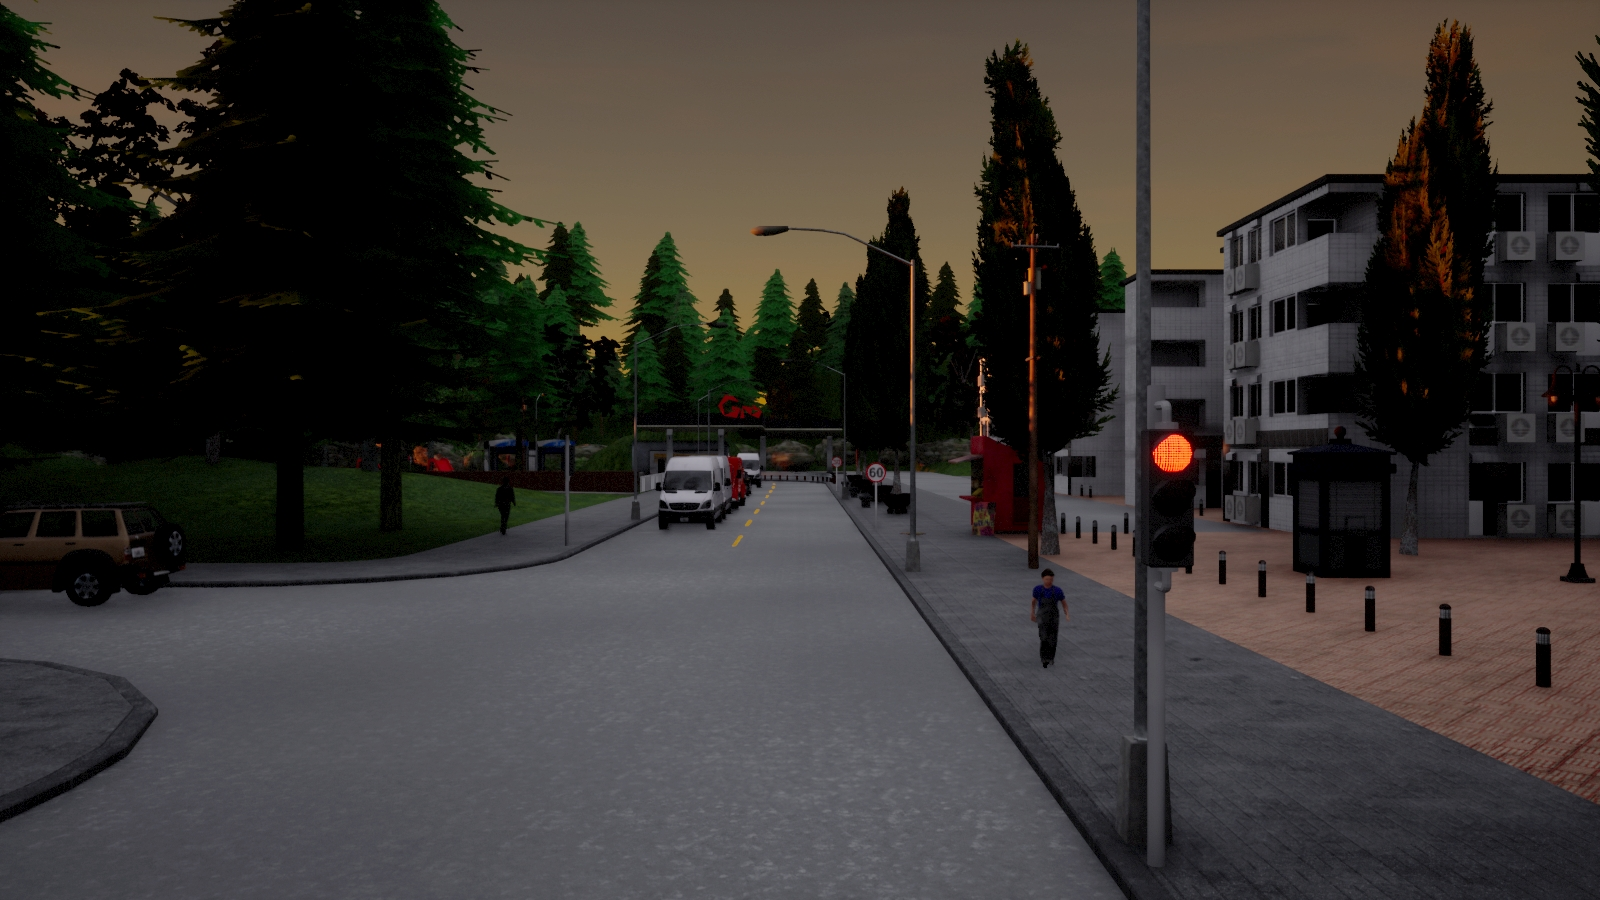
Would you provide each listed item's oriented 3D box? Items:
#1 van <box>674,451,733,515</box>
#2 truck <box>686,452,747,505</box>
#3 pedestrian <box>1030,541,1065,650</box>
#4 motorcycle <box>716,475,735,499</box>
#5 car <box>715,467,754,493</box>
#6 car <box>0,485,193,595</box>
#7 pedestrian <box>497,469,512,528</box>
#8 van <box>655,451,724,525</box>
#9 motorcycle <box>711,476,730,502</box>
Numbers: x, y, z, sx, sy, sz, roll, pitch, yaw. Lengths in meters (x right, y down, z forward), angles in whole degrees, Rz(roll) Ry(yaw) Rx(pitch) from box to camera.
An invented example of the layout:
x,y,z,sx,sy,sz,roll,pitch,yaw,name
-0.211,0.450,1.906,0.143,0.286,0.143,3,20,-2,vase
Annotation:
x,y,z,sx,sy,sz,roll,pitch,yaw,name
-4.007,1.306,48.327,1.988,2.561,5.915,0,0,0,van
-3.995,1.339,55.631,2.627,2.467,5.204,0,0,0,truck
3.079,1.802,14.215,0.375,1.300,0.375,0,0,5,pedestrian
-3.988,1.975,61.268,0.867,1.251,2.209,0,0,0,motorcycle
-3.975,1.816,70.543,2.128,1.511,4.902,0,0,0,car
-14.062,1.636,21.141,4.605,1.855,1.932,-1,0,0,car
-9.293,1.519,35.882,0.375,1.860,0.375,0,0,0,pedestrian
-4.013,1.307,42.390,1.988,2.561,5.915,0,0,0,van
-3.975,1.953,57.177,0.856,1.236,1.805,0,0,0,motorcycle
